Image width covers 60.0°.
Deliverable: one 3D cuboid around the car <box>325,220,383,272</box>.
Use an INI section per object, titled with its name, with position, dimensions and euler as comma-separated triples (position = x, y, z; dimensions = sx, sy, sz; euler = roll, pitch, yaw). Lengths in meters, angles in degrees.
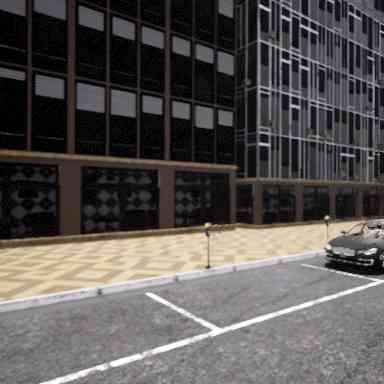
[car]
position = 6.181, 1.638, 10.966
dimensions = 4.403, 1.369, 2.008
euler = 1, 0, -35
